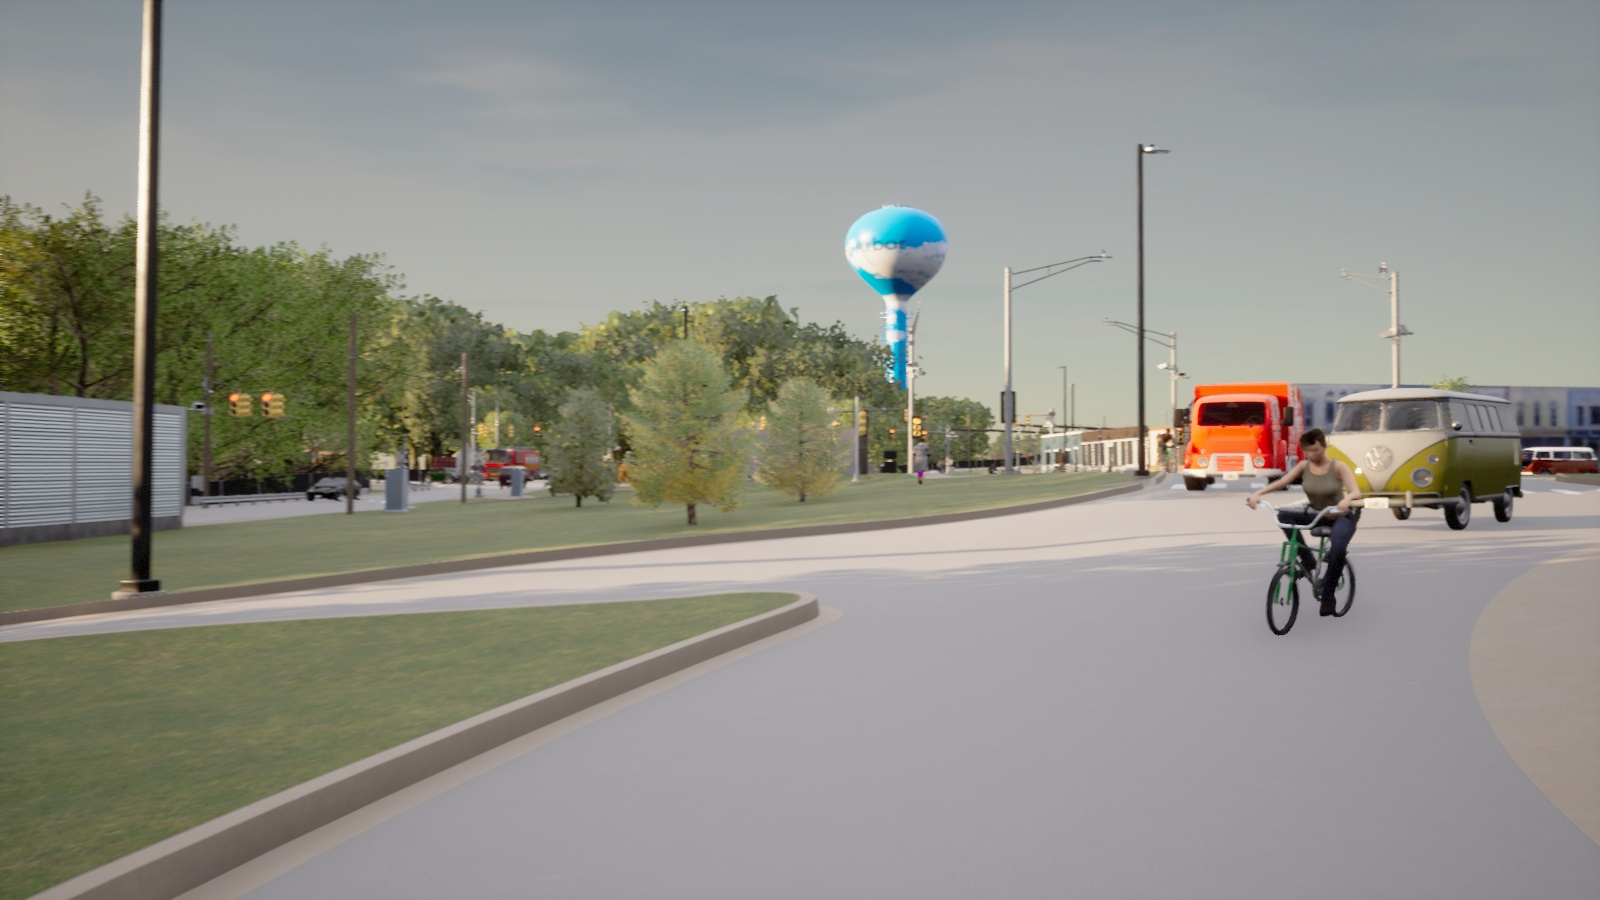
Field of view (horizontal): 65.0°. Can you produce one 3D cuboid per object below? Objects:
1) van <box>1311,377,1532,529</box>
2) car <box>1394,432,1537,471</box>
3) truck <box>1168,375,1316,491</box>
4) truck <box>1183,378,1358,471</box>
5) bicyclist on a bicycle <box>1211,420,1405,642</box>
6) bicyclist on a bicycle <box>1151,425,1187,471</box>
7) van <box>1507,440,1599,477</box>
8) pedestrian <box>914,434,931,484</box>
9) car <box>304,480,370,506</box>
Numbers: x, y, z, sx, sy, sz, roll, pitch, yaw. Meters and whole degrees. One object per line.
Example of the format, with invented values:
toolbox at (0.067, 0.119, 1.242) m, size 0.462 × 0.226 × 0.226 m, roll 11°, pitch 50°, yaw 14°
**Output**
van at (9.357, 0.047, 18.711) m, size 1.775 × 1.987 × 4.442 m, roll -2°, pitch -1°, yaw 42°
car at (23.434, 0.085, 44.423) m, size 1.895 × 1.301 × 4.718 m, roll 0°, pitch -1°, yaw -12°
truck at (10.504, -0.421, 29.541) m, size 2.627 × 2.467 × 5.204 m, roll -1°, pitch 1°, yaw 26°
truck at (18.935, -0.897, 51.224) m, size 2.891 × 3.462 × 7.936 m, roll 0°, pitch -1°, yaw -11°
bicyclist on a bicycle at (4.193, 0.602, 10.326) m, size 1.509 × 1.612 × 0.866 m, roll -5°, pitch 4°, yaw -41°
bicyclist on a bicycle at (13.190, -0.076, 44.931) m, size 0.582 × 1.620 × 1.656 m, roll 0°, pitch 0°, yaw -8°
van at (43.093, 0.495, 71.559) m, size 4.480 × 2.038 × 2.069 m, roll 0°, pitch -2°, yaw -5°
pedestrian at (4.857, 0.353, 49.773) m, size 0.659 × 1.952 × 0.873 m, roll 0°, pitch -2°, yaw 8°
car at (-28.504, 2.613, 77.438) m, size 2.163 × 1.488 × 4.792 m, roll 0°, pitch 0°, yaw 2°
